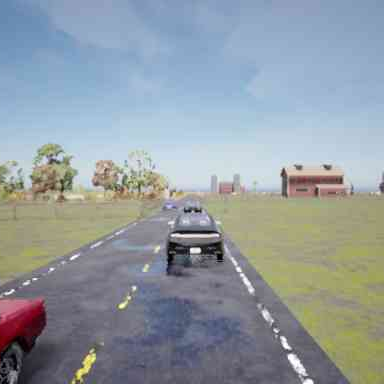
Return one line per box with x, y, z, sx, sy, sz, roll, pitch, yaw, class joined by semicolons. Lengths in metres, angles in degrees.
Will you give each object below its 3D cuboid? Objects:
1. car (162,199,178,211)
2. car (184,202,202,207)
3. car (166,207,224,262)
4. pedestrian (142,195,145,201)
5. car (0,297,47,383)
-2.845;1.653;43.621;1.812;1.442;4.674;0;0;0;car
0.096;1.704;35.366;1.895;1.301;4.718;0;0;0;car
0.099;1.529;12.268;2.128;1.511;4.902;0;0;0;car
-12.170;1.661;82.898;0.375;1.860;0.375;0;1;0;pedestrian
-2.850;1.608;2.185;1.895;1.301;4.718;0;0;0;car
